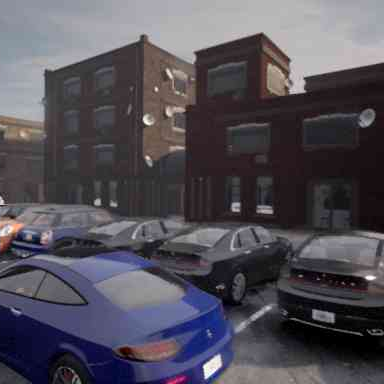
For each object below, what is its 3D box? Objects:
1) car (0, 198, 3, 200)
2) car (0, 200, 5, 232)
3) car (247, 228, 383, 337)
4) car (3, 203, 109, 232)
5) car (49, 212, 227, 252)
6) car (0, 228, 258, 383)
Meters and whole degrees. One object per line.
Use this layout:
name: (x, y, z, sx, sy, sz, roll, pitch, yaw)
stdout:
car: (-7.957, 1.301, 14.670, 2.185, 1.767, 4.553, 0, 0, 36)
car: (-5.713, 1.309, 13.069, 2.185, 1.767, 4.553, 0, 0, 36)
car: (3.243, 1.476, 6.633, 2.231, 1.521, 4.892, 0, 0, 36)
car: (-3.504, 1.317, 11.416, 2.185, 1.767, 4.553, 0, 0, 36)
car: (-1.246, 1.453, 9.836, 2.231, 1.521, 4.892, 0, 0, 36)
car: (-1.672, 1.509, 4.571, 4.674, 1.442, 1.812, 0, 0, 35)
